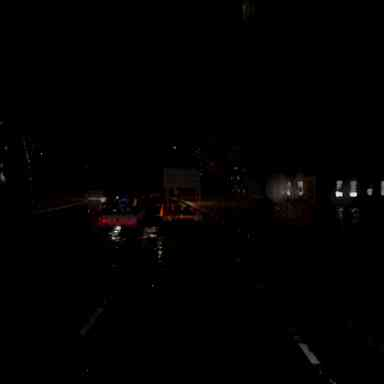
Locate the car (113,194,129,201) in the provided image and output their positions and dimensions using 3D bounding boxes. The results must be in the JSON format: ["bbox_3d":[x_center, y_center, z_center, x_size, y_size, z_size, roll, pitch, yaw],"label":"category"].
[{"bbox_3d":[-9.620,0.953,45.362,1.812,1.442,4.674,0,1,-7],"label":"car"}]

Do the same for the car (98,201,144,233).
[{"bbox_3d":[-3.667,1.380,18.103,1.895,1.301,4.718,0,1,-3],"label":"car"}]

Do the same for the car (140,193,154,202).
[{"bbox_3d":[-7.237,0.842,53.167,1.812,1.442,4.674,0,1,-9],"label":"car"}]

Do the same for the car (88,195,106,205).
[{"bbox_3d":[-12.881,1.034,45.262,1.895,1.301,4.718,0,1,-7],"label":"car"}]

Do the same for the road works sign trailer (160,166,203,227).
[{"bbox_3d":[-0.615,0.209,20.503,2.380,3.560,2.880,0,1,-4],"label":"road works sign trailer"}]
